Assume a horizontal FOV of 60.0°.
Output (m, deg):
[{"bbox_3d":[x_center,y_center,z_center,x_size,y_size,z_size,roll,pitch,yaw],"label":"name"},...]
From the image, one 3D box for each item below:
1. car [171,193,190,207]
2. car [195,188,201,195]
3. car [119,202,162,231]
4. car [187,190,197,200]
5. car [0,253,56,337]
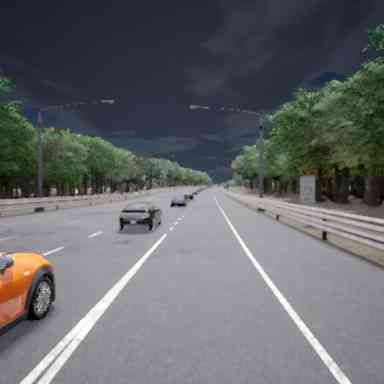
[{"bbox_3d":[-1.666,1.193,44.404,1.994,1.385,4.181,0,0,3],"label":"car"},{"bbox_3d":[0.775,0.155,93.603,1.895,1.301,4.718,0,2,3],"label":"car"},{"bbox_3d":[-2.899,1.325,19.502,2.128,1.511,4.902,0,0,3],"label":"car"},{"bbox_3d":[-0.623,0.804,65.500,1.882,1.535,5.008,0,1,3],"label":"car"},{"bbox_3d":[-3.648,1.309,4.344,2.097,1.767,4.553,0,0,3],"label":"car"}]
